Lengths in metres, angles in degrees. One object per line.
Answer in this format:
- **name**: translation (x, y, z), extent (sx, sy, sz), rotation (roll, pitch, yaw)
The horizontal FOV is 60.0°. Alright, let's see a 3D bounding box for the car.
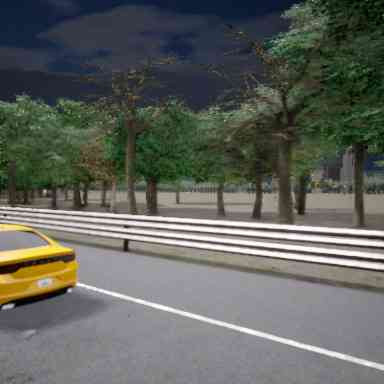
- **car**: translation (-4.614, 1.465, 7.438), extent (5.008, 1.535, 1.882), rotation (0, 0, 37)
